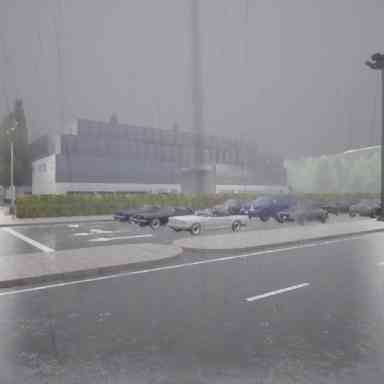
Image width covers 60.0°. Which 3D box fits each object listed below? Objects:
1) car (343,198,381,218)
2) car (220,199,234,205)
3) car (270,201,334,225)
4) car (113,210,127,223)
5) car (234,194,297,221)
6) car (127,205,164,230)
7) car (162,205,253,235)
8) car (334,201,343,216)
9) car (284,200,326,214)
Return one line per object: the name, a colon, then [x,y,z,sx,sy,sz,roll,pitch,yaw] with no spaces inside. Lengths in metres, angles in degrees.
car: [16.046,1.352,29.859,4.553,1.767,2.097,0,0,-36]
car: [3.879,1.352,29.643,4.553,1.767,2.097,0,0,-36]
car: [7.955,1.564,23.952,4.181,1.385,1.994,0,0,-36]
car: [-3.317,1.601,24.455,4.718,1.301,1.895,0,0,-36]
car: [6.411,1.221,27.158,5.566,2.045,2.150,0,0,-36]
car: [-1.431,1.601,21.511,4.718,1.301,1.895,0,0,-36]
car: [0.936,1.601,18.904,4.718,1.301,1.895,0,0,-36]
car: [14.565,1.601,33.111,4.718,1.301,1.895,0,0,-36]
car: [12.189,1.601,35.710,4.718,1.301,1.895,0,0,-36]
